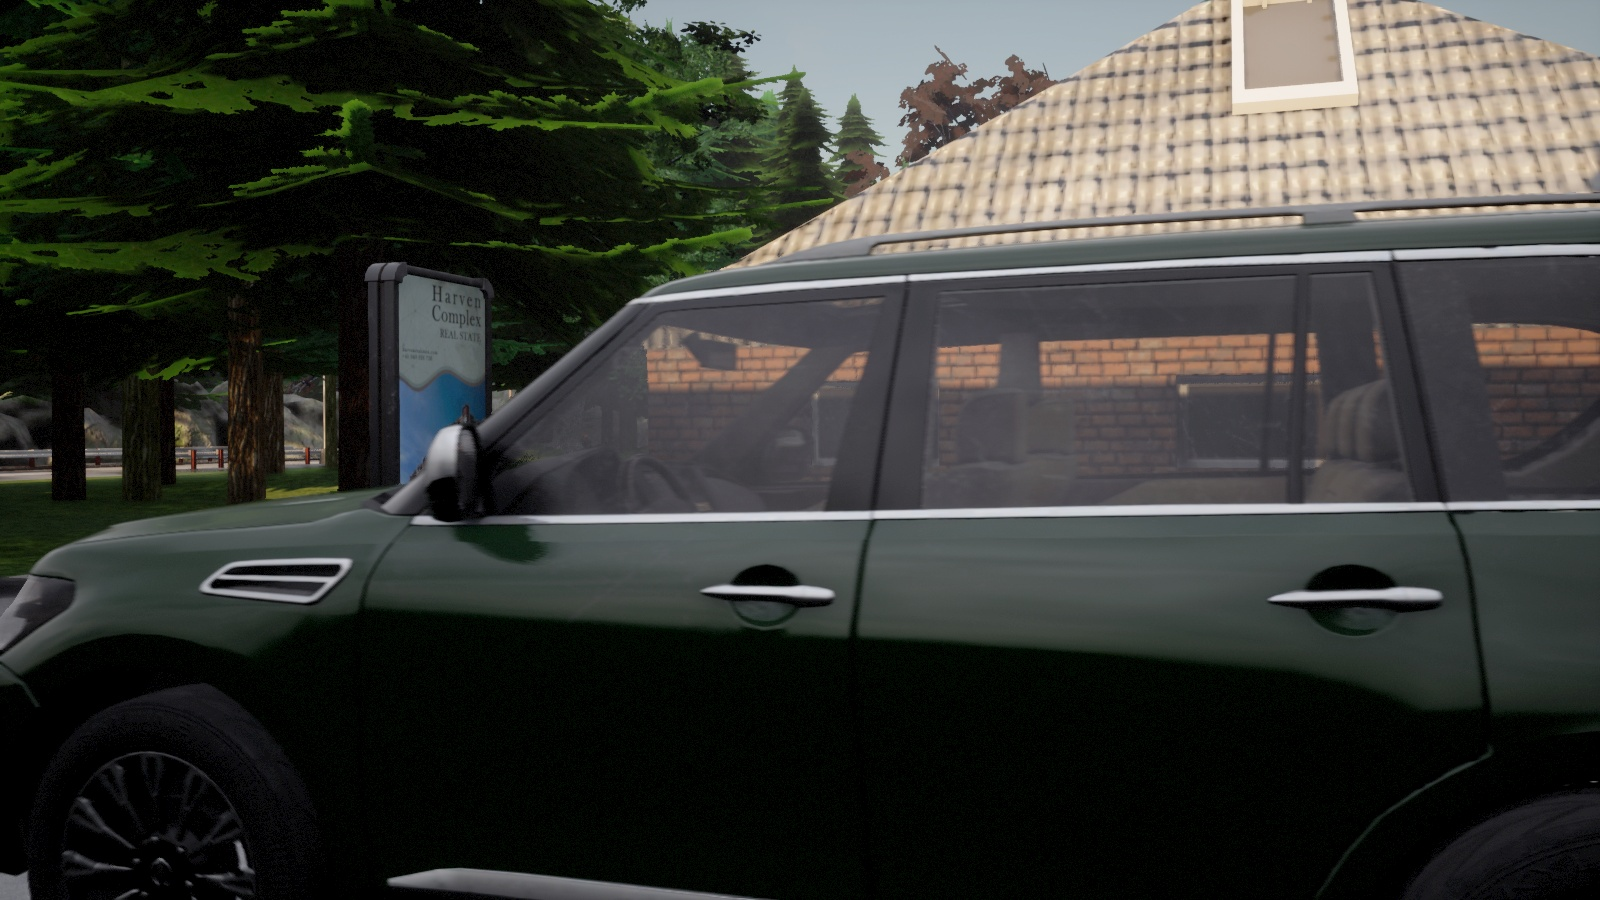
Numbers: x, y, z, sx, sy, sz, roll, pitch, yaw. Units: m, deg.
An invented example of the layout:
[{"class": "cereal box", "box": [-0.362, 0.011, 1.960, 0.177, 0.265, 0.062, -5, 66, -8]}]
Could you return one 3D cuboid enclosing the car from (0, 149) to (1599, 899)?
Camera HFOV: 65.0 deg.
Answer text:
[{"class": "car", "box": [0.312, 0.489, 3.611, 5.566, 2.045, 2.150, 1, 1, 19]}]
